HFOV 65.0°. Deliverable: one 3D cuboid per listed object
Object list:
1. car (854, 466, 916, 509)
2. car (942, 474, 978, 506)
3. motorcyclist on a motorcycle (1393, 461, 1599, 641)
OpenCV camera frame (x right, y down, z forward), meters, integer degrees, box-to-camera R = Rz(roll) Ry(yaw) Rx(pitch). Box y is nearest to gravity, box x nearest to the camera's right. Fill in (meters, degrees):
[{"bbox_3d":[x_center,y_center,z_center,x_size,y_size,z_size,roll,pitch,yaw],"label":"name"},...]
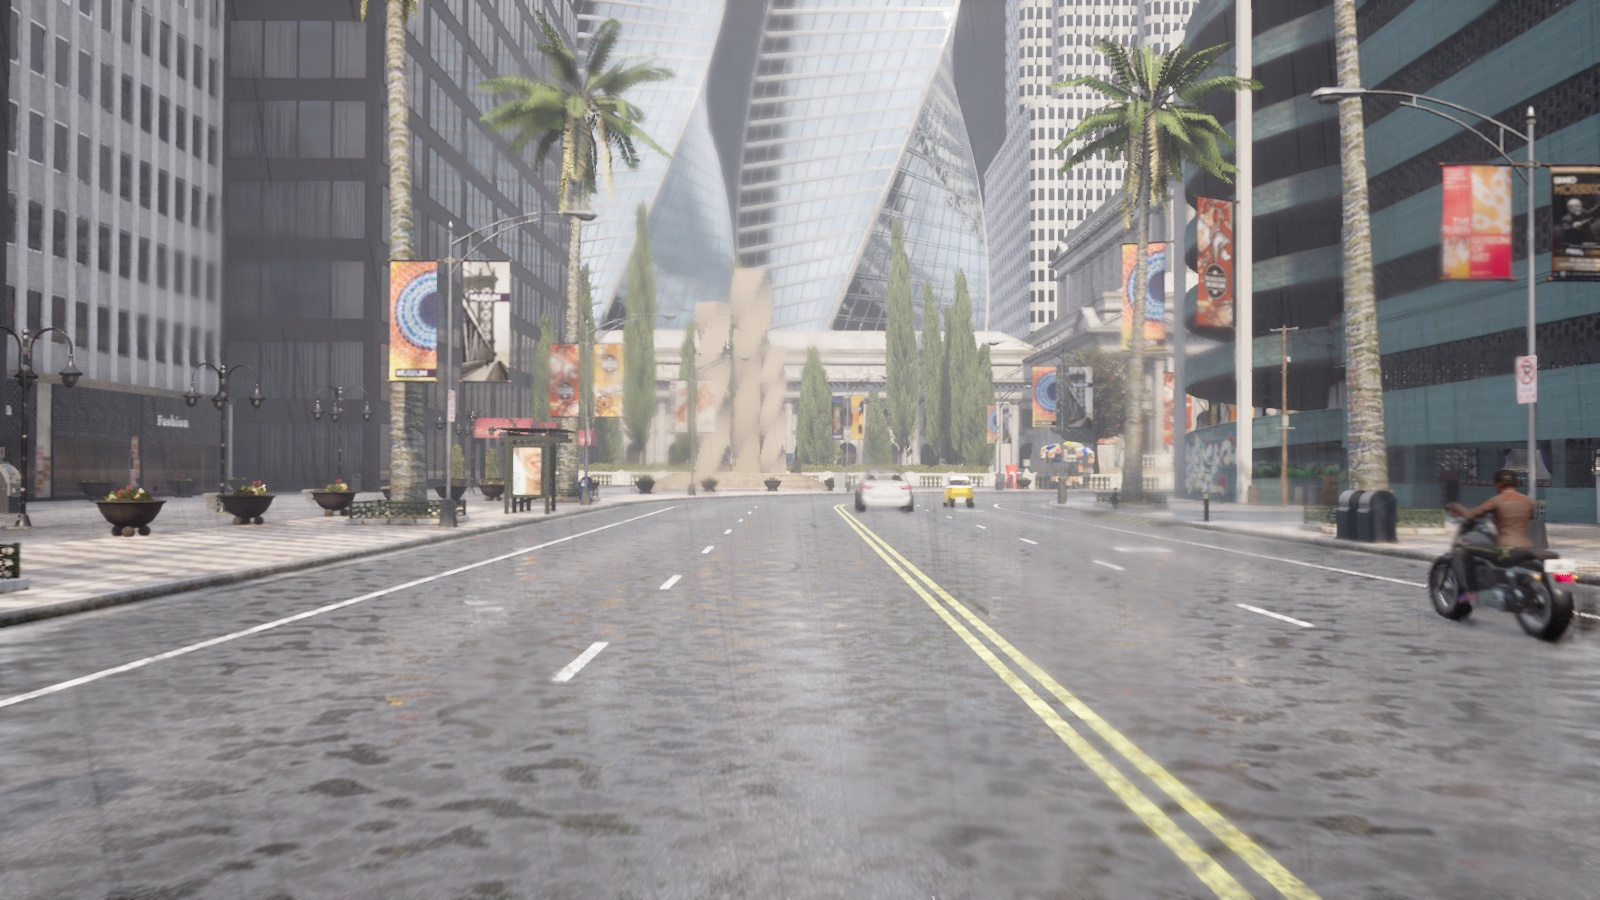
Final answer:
[{"bbox_3d":[3.396,1.501,51.108,2.242,1.667,4.611,0,-1,0],"label":"car"},{"bbox_3d":[7.101,1.777,55.929,1.481,1.376,2.207,0,-1,4],"label":"car"},{"bbox_3d":[6.969,0.951,12.748,0.766,1.649,2.350,0,-1,0],"label":"motorcyclist on a motorcycle"}]
